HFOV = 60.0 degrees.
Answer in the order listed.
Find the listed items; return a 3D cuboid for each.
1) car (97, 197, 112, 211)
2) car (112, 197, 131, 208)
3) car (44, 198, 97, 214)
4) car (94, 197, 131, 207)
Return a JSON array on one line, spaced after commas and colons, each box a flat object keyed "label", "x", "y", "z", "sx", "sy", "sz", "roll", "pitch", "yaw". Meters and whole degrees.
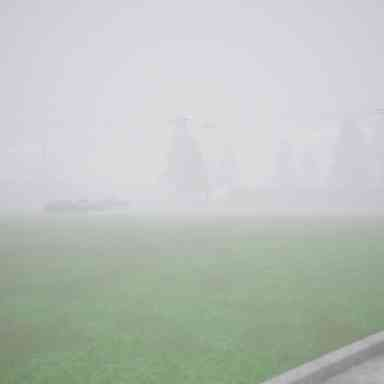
[{"label": "car", "x": -11.649, "y": 1.382, "z": 36.465, "sx": 4.674, "sy": 1.442, "sz": 1.812, "roll": -1, "pitch": 0, "yaw": 11}, {"label": "car", "x": -10.328, "y": 1.337, "z": 43.339, "sx": 4.674, "sy": 1.442, "sz": 1.812, "roll": -1, "pitch": 0, "yaw": 11}, {"label": "car", "x": -12.309, "y": 1.405, "z": 33.028, "sx": 4.674, "sy": 1.442, "sz": 1.812, "roll": -1, "pitch": 0, "yaw": 11}, {"label": "car", "x": -11.192, "y": 1.396, "z": 47.082, "sx": 4.718, "sy": 1.301, "sz": 1.895, "roll": 0, "pitch": 0, "yaw": 11}]
